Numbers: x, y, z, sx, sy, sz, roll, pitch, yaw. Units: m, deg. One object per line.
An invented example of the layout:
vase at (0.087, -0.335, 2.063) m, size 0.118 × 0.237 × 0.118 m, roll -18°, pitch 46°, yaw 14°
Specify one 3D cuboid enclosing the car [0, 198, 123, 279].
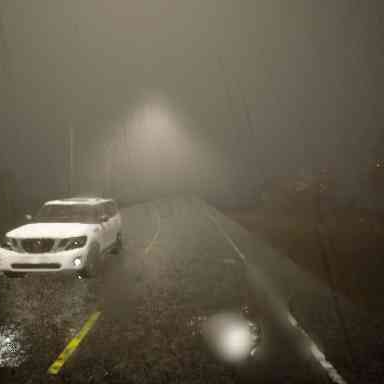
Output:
car at (-3.634, 1.223, 10.425) m, size 2.150 × 2.045 × 5.566 m, roll 0°, pitch 0°, yaw -1°
